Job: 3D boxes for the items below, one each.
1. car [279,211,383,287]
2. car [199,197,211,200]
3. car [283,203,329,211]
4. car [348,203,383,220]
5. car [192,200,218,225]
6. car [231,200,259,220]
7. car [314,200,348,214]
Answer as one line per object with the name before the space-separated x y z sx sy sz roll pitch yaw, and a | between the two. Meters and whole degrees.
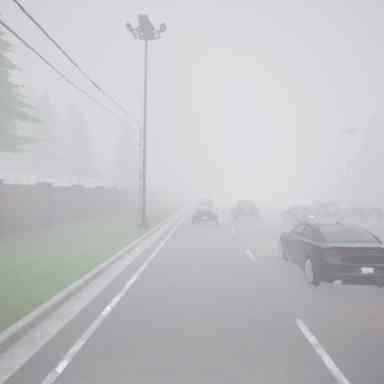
car | 3.898 1.554 9.670 1.882 1.535 5.008 1 0 2
car | 1.663 1.444 42.349 2.097 1.767 4.553 1 0 2
car | 7.983 1.712 24.721 2.033 1.411 5.357 1 0 2
car | 15.188 1.778 29.909 2.128 1.511 4.902 1 0 2
car | 0.961 1.579 24.573 1.812 1.442 4.674 1 0 2
car | 4.691 1.473 30.064 2.097 1.767 4.553 1 0 2
car | 11.683 1.583 29.791 2.097 1.767 4.553 1 0 2
